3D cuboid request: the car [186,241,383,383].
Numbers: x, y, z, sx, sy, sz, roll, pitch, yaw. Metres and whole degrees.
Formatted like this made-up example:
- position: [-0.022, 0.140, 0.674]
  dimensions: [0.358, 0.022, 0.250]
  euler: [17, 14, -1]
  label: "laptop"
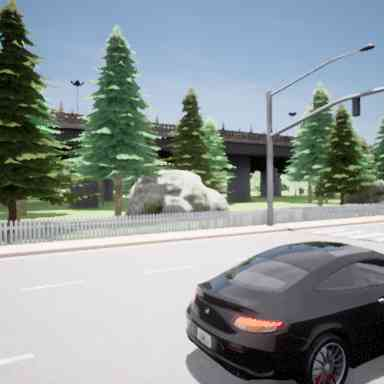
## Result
- position: [2.157, 1.478, 4.942]
  dimensions: [4.674, 1.442, 1.812]
  euler: [-1, 0, -29]
  label: "car"
